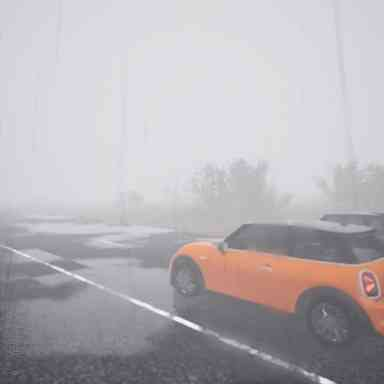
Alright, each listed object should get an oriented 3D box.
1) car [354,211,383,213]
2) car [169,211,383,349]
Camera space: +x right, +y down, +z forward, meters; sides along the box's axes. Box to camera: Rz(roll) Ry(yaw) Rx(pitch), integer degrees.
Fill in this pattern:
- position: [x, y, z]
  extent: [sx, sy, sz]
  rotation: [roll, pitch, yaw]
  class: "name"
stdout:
- position: [4.111, 1.302, 8.975]
  extent: [2.097, 1.767, 4.553]
  rotation: [0, 0, -44]
  class: "car"
- position: [1.569, 1.319, 6.565]
  extent: [2.097, 1.767, 4.553]
  rotation: [0, 0, -44]
  class: "car"
